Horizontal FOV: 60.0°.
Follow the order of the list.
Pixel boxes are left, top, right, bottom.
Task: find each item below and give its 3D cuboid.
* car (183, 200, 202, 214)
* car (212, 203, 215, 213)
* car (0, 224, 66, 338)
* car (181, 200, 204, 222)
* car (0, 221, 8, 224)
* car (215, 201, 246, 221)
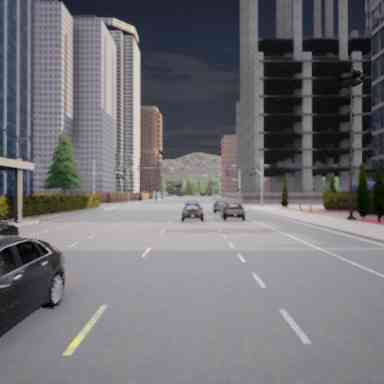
[{"bbox_3d":[0.041,1.741,40.074,2.128,1.511,4.902,0,0,0],"label":"car"},{"bbox_3d":[3.481,1.796,40.367,2.033,1.411,5.357,0,0,0],"label":"car"},{"bbox_3d":[-3.591,1.539,5.246,1.837,1.490,4.892,0,0,0],"label":"car"},{"bbox_3d":[0.066,1.702,28.479,1.812,1.442,4.674,0,0,0],"label":"car"},{"bbox_3d":[-7.082,1.556,9.988,2.128,1.511,4.902,0,0,0],"label":"car"},{"bbox_3d":[3.533,1.673,29.362,2.128,1.511,4.902,0,0,0],"label":"car"}]
